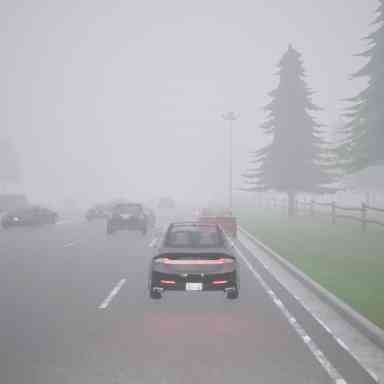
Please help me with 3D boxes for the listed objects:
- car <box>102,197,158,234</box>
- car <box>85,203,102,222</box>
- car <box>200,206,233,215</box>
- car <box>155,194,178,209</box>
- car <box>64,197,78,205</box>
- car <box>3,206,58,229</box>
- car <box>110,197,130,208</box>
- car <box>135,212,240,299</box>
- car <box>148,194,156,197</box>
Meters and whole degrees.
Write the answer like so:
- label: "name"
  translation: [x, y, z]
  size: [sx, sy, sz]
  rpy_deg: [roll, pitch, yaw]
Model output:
- label: "car"
  translation: [-3.389, 1.352, 19.222]
  size: [2.097, 1.767, 4.553]
  rpy_deg: [0, 0, 0]
- label: "car"
  translation: [-6.886, 1.547, 26.569]
  size: [2.033, 1.411, 5.357]
  rpy_deg: [0, 0, 0]
- label: "car"
  translation: [1.235, 1.478, 17.760]
  size: [1.882, 1.535, 5.008]
  rpy_deg: [0, 0, 0]
- label: "car"
  translation: [-3.373, 1.352, 45.531]
  size: [2.097, 1.767, 4.553]
  rpy_deg: [0, 0, 0]
- label: "car"
  translation: [-21.470, 1.601, 58.681]
  size: [1.895, 1.301, 4.718]
  rpy_deg: [0, 0, -27]
- label: "car"
  translation: [-10.386, 1.564, 21.670]
  size: [1.994, 1.385, 4.181]
  rpy_deg: [0, 0, 0]
- label: "car"
  translation: [-10.372, 1.505, 47.965]
  size: [1.837, 1.490, 4.892]
  rpy_deg: [0, 0, 0]
- label: "car"
  translation: [0.057, 1.492, 8.419]
  size: [2.128, 1.511, 4.902]
  rpy_deg: [0, 0, 0]
- label: "car"
  translation: [-6.863, 1.351, 61.764]
  size: [2.097, 1.767, 4.553]
  rpy_deg: [0, 0, 0]
